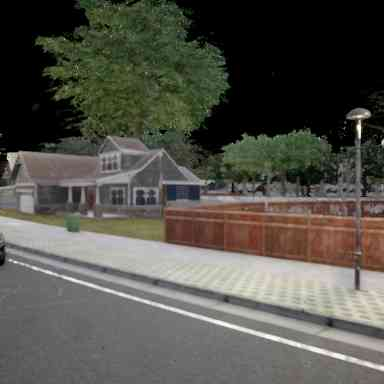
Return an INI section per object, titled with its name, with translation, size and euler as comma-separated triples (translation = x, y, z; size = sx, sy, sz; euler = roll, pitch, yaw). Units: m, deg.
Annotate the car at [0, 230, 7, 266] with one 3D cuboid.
[car]
translation = -7.543, 1.308, 10.174
size = 4.553, 1.767, 2.097
euler = 0, 0, 40
